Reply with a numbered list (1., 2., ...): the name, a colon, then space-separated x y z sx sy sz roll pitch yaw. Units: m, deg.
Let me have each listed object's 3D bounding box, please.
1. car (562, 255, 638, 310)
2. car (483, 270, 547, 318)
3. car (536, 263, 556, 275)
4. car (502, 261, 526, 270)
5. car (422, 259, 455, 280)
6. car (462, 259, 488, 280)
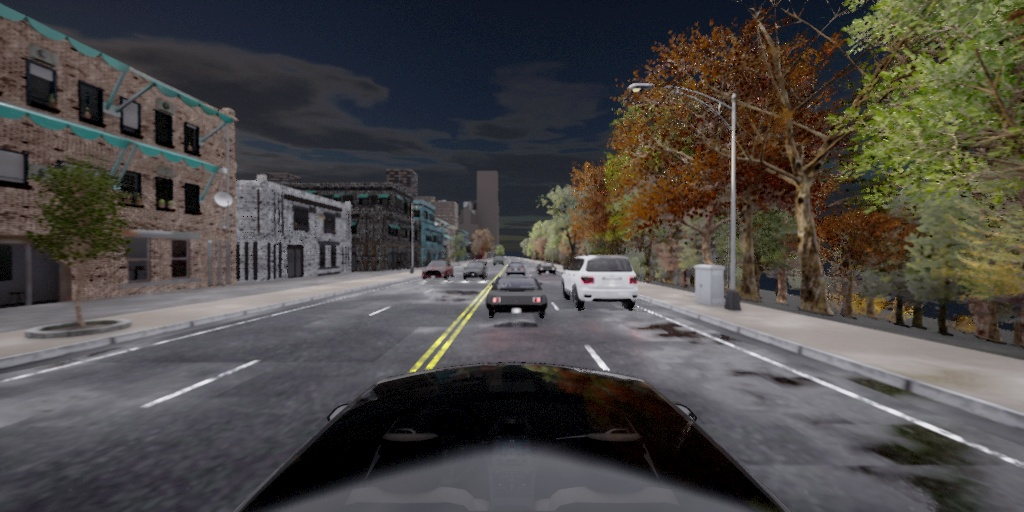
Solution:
1. car: 3.437 0.976 14.913 2.150 2.045 5.566 0 0 0
2. car: 0.165 1.351 13.003 1.895 1.301 4.718 0 0 1
3. car: 3.638 1.353 38.812 1.895 1.301 4.718 0 0 0
4. car: 0.359 1.299 35.316 2.033 1.411 5.357 0 0 0
5. car: -6.370 1.102 31.251 2.097 1.767 4.553 0 0 0
6. car: -3.121 1.255 31.231 1.837 1.490 4.892 0 0 0
